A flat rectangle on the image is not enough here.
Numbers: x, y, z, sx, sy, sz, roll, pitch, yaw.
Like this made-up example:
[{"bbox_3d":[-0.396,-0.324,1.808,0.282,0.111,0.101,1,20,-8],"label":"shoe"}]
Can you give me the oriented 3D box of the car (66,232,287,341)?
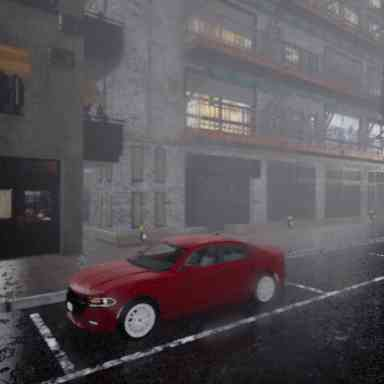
[{"bbox_3d":[-0.072,1.537,6.502,4.507,1.381,1.887,0,1,-36],"label":"car"}]
